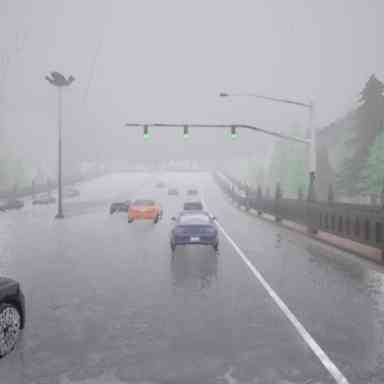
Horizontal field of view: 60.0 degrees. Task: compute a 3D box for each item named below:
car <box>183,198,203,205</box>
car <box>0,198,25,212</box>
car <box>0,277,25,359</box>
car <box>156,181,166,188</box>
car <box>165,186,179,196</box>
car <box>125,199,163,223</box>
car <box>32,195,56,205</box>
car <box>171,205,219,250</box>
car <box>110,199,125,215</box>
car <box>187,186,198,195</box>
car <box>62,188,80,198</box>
[{"bbox_3d":[0.105,1.408,34.645,1.882,1.535,5.008,0,0,0],"label":"car"},{"bbox_3d":[-21.016,1.443,37.610,2.033,1.411,5.357,0,1,0],"label":"car"},{"bbox_3d":[-3.398,1.486,3.035,2.128,1.511,4.902,0,0,0],"label":"car"},{"bbox_3d":[-6.831,-1.657,72.804,2.033,1.411,5.357,0,7,0],"label":"car"},{"bbox_3d":[-3.402,-0.131,60.425,1.837,1.490,4.892,0,7,0],"label":"car"},{"bbox_3d":[-3.396,1.308,25.054,2.097,1.767,4.553,0,0,0],"label":"car"},{"bbox_3d":[-20.977,1.081,47.345,1.994,1.385,4.181,0,3,0],"label":"car"},{"bbox_3d":[0.091,1.502,14.082,1.812,1.442,4.674,0,0,0],"label":"car"},{"bbox_3d":[-6.894,1.439,33.444,1.837,1.490,4.892,0,0,0],"label":"car"},{"bbox_3d":[0.123,-0.312,61.693,1.882,1.535,5.008,0,7,1],"label":"car"},{"bbox_3d":[-20.918,0.177,57.568,2.128,1.511,4.902,0,6,0],"label":"car"}]
